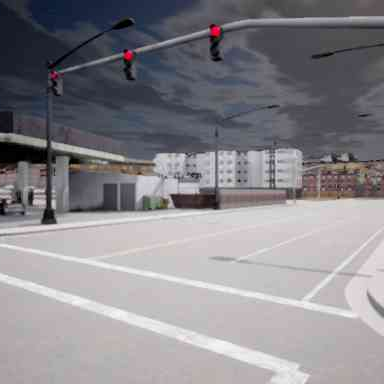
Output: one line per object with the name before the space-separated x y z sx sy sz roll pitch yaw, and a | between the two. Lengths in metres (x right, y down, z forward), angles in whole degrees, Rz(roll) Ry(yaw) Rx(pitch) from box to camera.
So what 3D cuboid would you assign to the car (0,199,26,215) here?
car | -17.216 1.382 30.835 3.806 1.475 1.970 0 0 36
